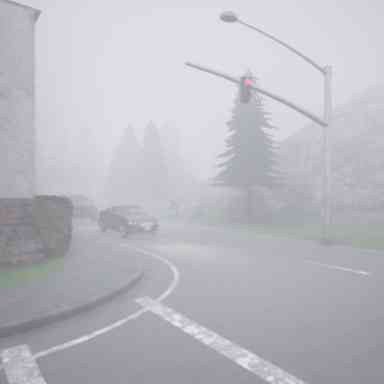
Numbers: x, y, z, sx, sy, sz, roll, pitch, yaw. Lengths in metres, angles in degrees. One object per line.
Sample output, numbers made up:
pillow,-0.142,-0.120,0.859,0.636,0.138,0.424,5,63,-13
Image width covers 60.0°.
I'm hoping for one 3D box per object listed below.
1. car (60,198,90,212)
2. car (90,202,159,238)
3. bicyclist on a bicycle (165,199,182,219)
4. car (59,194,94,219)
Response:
car,-13.872,1.481,39.317,2.128,1.511,4.902,0,0,-35
car,-3.506,1.485,17.893,2.128,1.511,4.902,0,0,-35
bicyclist on a bicycle,-1.482,1.440,27.425,1.656,1.620,0.582,0,0,-35
car,-9.185,1.215,26.083,2.150,2.045,5.566,0,0,-35
